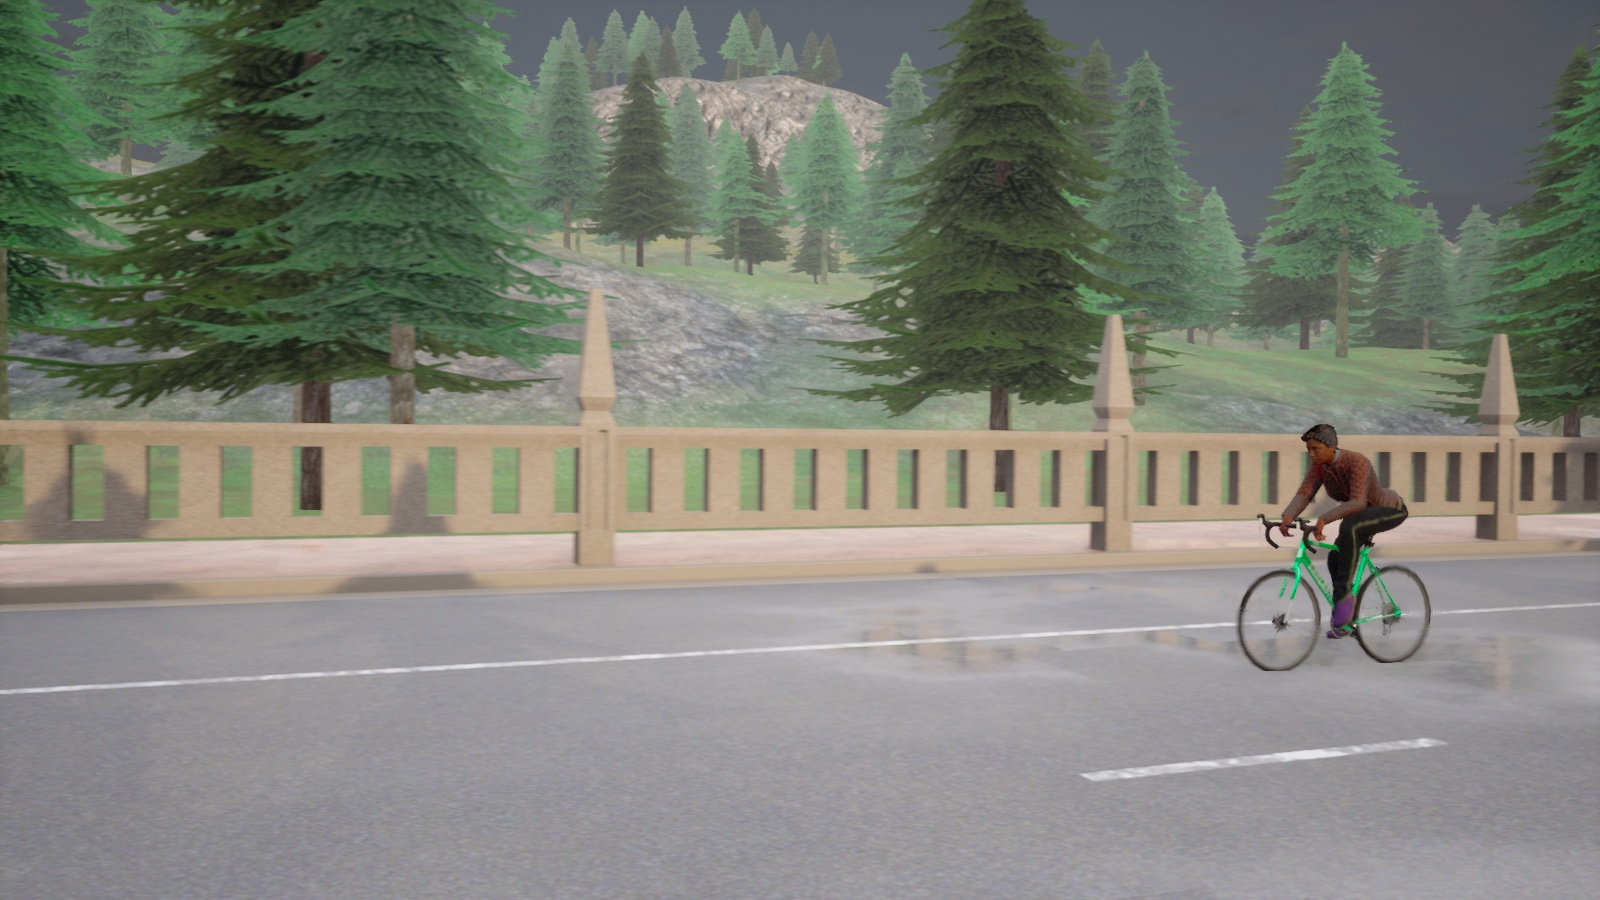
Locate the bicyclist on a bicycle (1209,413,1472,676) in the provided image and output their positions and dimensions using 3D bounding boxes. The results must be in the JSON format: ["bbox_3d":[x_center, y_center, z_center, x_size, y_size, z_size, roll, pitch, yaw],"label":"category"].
[{"bbox_3d":[3.594,0.576,8.347,1.656,1.620,0.582,-1,1,-21],"label":"bicyclist on a bicycle"}]
